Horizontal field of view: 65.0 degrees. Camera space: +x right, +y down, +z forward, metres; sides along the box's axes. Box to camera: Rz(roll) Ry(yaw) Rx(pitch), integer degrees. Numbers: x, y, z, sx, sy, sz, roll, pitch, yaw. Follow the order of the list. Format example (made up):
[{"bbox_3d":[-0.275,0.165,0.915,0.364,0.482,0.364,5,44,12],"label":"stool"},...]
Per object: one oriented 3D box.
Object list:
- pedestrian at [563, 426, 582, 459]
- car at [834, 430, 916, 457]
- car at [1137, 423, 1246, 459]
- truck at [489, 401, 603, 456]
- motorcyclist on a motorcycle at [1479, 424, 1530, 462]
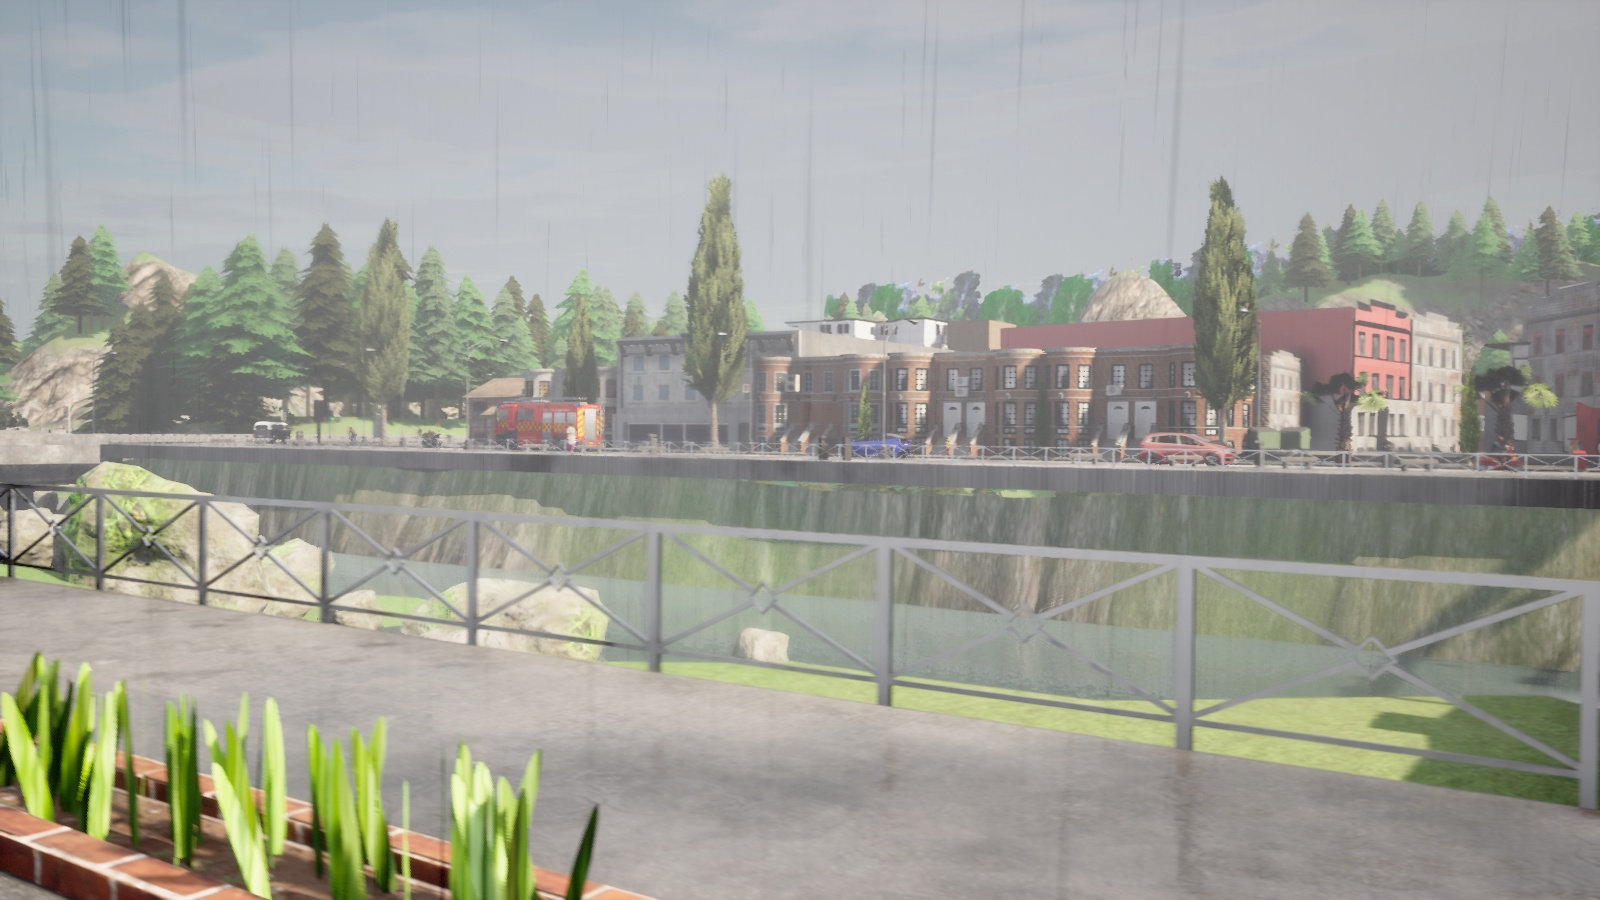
[{"bbox_3d":[-13.486,-0.452,74.389,0.873,1.952,0.659,0,1,38],"label":"pedestrian"},{"bbox_3d":[4.463,-0.390,75.284,4.514,1.525,2.007,0,1,34],"label":"car"},{"bbox_3d":[18.967,-0.427,60.853,4.611,1.667,2.242,0,1,34],"label":"car"},{"bbox_3d":[-18.319,-1.501,90.388,8.468,3.827,2.891,0,1,34],"label":"truck"},{"bbox_3d":[30.025,-0.318,53.513,1.817,1.590,0.866,0,1,34],"label":"motorcyclist on a motorcycle"}]
